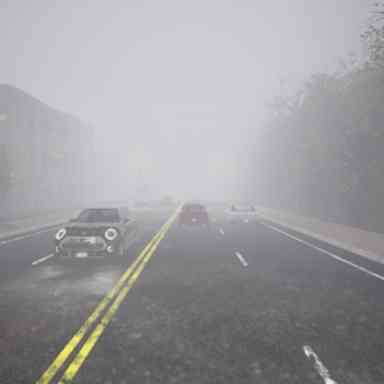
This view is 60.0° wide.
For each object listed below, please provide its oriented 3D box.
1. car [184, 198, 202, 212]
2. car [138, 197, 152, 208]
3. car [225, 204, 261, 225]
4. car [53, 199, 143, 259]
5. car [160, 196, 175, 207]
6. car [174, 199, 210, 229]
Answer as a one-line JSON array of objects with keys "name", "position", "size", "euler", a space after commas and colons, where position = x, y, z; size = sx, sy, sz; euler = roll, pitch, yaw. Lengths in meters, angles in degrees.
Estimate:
[{"name": "car", "position": [0.098, 1.429, 37.333], "size": [1.895, 1.301, 4.718], "euler": [0, 0, 0]}, {"name": "car", "position": [-6.545, 1.338, 45.388], "size": [2.033, 1.411, 5.357], "euler": [0, 0, 1]}, {"name": "car", "position": [3.357, 1.497, 22.852], "size": [1.895, 1.301, 4.718], "euler": [0, 0, 0]}, {"name": "car", "position": [-3.297, 1.297, 12.261], "size": [2.097, 1.767, 4.553], "euler": [0, 0, 0]}, {"name": "car", "position": [-3.295, 1.267, 45.620], "size": [1.882, 1.535, 5.008], "euler": [0, 0, 0]}, {"name": "car", "position": [0.110, 1.383, 20.868], "size": [1.882, 1.535, 5.008], "euler": [0, 0, 0]}]
